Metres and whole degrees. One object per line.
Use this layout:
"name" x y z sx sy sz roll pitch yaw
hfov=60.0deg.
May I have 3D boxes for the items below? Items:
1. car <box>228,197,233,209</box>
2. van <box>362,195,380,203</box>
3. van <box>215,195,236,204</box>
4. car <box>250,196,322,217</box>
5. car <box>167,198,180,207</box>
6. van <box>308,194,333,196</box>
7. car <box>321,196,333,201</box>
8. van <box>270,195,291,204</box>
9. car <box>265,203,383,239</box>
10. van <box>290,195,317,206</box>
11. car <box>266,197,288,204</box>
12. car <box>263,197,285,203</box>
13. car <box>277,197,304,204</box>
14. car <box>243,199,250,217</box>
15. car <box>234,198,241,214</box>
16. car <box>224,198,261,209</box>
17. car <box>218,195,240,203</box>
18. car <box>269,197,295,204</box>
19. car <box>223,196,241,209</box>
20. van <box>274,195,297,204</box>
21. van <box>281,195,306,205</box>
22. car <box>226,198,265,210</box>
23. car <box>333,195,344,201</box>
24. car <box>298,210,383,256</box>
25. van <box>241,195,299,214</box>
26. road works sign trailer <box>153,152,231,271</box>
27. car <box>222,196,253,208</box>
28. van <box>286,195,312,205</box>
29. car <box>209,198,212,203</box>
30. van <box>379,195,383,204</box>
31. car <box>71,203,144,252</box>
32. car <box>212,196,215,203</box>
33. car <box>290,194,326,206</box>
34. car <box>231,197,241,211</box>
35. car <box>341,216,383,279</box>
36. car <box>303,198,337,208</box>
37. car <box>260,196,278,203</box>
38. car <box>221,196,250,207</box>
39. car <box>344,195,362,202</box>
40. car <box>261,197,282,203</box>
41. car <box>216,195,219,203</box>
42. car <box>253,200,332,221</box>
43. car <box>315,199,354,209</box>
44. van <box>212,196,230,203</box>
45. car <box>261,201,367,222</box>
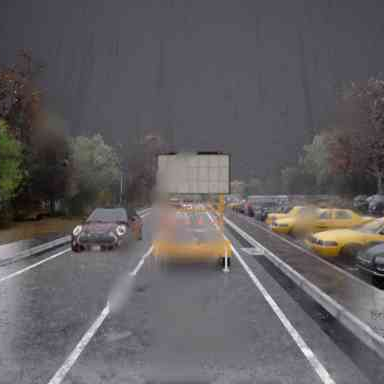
"car" 7.083 1.636 39.174 4.792 1.488 2.163 0 0 0
"van" 20.032 1.343 33.448 4.442 1.987 1.878 0 0 0
"van" 7.244 1.632 72.472 4.442 1.987 1.878 0 -1 0
"car" 7.039 1.409 25.297 4.553 1.767 2.185 0 0 0
"car" -3.135 1.700 56.999 1.882 1.535 5.008 0 0 1
"van" 20.391 1.432 50.192 4.442 1.987 1.878 0 0 0
"car" 20.226 1.628 44.526 5.008 1.535 2.097 0 0 0
"van" 20.597 1.740 77.749 4.442 1.987 1.878 0 -1 0
"car" 6.761 1.524 17.098 5.366 1.575 1.946 0 0 0
"van" 20.474 1.492 61.272 4.442 1.987 1.878 0 0 0
"car" 20.495 2.026 80.514 4.892 1.521 2.231 0 -1 0
"car" 20.516 2.084 83.284 5.008 1.535 2.097 0 -1 0
"car" 20.423 1.788 69.437 5.008 1.535 2.097 0 -1 0
"car" 7.058 1.577 28.069 4.792 1.488 2.163 0 0 0
"car" 7.041 1.606 33.622 4.792 1.488 2.163 0 0 0
"car" 7.168 1.652 47.502 4.892 1.521 2.231 0 0 0
"car" 7.009 1.663 50.280 5.366 1.575 1.946 0 0 0
"car" 20.275 1.904 74.975 5.366 1.575 1.946 0 -1 0
"car" 6.947 1.618 41.952 5.366 1.575 1.946 0 0 0
"van" 20.322 1.622 72.212 4.442 1.987 1.878 0 -1 0
"van" 20.282 1.521 66.822 4.442 1.987 1.878 0 -1 0
"car" 7.160 1.637 44.726 4.892 1.521 2.231 0 0 0
"car" 20.162 1.347 38.987 5.566 2.045 2.435 0 0 0
"car" 6.719 1.540 11.425 5.366 1.575 1.946 0 0 0
"van" 7.166 1.336 30.846 4.442 1.987 1.878 0 0 0
"road works sign trailer" 0.055 0.483 10.959 2.380 3.560 2.880 0 0 3
"car" 7.184 1.555 53.055 4.553 1.767 2.185 0 0 0
"van" 20.493 1.506 63.917 4.442 1.987 1.878 0 0 0
"car" 7.449 2.096 83.568 5.008 1.535 2.097 0 -1 0
"van" 20.245 1.328 30.676 4.442 1.987 1.878 0 0 0
"car" -3.338 1.378 13.853 2.097 1.767 4.553 0 0 0
"car" 7.347 1.503 66.936 5.566 2.045 2.435 0 0 0
"car" 20.308 1.451 58.503 5.566 2.045 2.435 0 0 0
"car" 7.062 1.621 36.398 4.792 1.488 2.163 0 0 0
"car" 6.890 1.554 8.648 4.892 1.521 2.231 0 0 0
"car" 20.292 1.712 52.835 4.674 1.452 2.002 0 0 0
"car" 20.531 2.078 88.827 4.553 1.767 2.185 0 -1 0
"car" 7.205 1.570 55.831 4.553 1.767 2.185 0 0 0
"car" 20.142 1.332 36.217 5.566 2.045 2.435 0 0 0
"car" 20.538 2.146 86.179 5.008 1.535 2.097 0 -1 0
"car" 7.251 1.710 58.607 5.008 1.535 2.097 0 0 0
"car" 6.981 1.527 22.517 4.892 1.521 2.231 0 0 0
"car" 20.256 1.684 47.421 4.674 1.452 2.002 0 0 0
"van" 7.581 1.929 86.348 4.442 1.987 1.878 0 -1 0
"car" 7.152 1.520 19.748 5.366 1.575 1.946 0 0 0
